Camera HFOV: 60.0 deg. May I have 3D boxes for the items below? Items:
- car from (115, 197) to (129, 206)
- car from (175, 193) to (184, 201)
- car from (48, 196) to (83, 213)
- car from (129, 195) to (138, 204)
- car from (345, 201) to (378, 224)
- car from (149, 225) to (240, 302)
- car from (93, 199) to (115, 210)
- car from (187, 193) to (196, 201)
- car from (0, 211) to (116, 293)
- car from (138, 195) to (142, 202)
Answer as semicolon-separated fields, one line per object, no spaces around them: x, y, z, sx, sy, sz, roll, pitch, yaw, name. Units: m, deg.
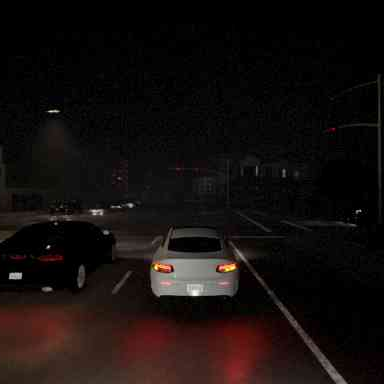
-14.051;1.943;63.536;2.033;1.411;5.357;0;1;0;car
-3.509;1.418;89.010;2.150;2.045;5.566;0;0;0;car
-14.107;1.521;37.542;2.150;2.045;5.566;0;-1;0;car
-14.008;1.854;73.843;1.895;1.301;4.718;0;1;0;car
14.246;1.491;25.507;4.553;1.767;2.097;0;-1;0;car
0.066;1.540;8.185;1.812;1.442;4.674;0;0;0;car
-14.104;1.921;52.101;2.128;1.511;4.902;0;0;0;car
-0.009;1.414;89.313;2.150;2.045;5.566;0;-1;0;car
-3.430;1.498;8.971;1.882;1.535;5.008;0;0;0;car
-14.009;1.531;84.139;2.097;1.767;4.553;0;0;0;car
